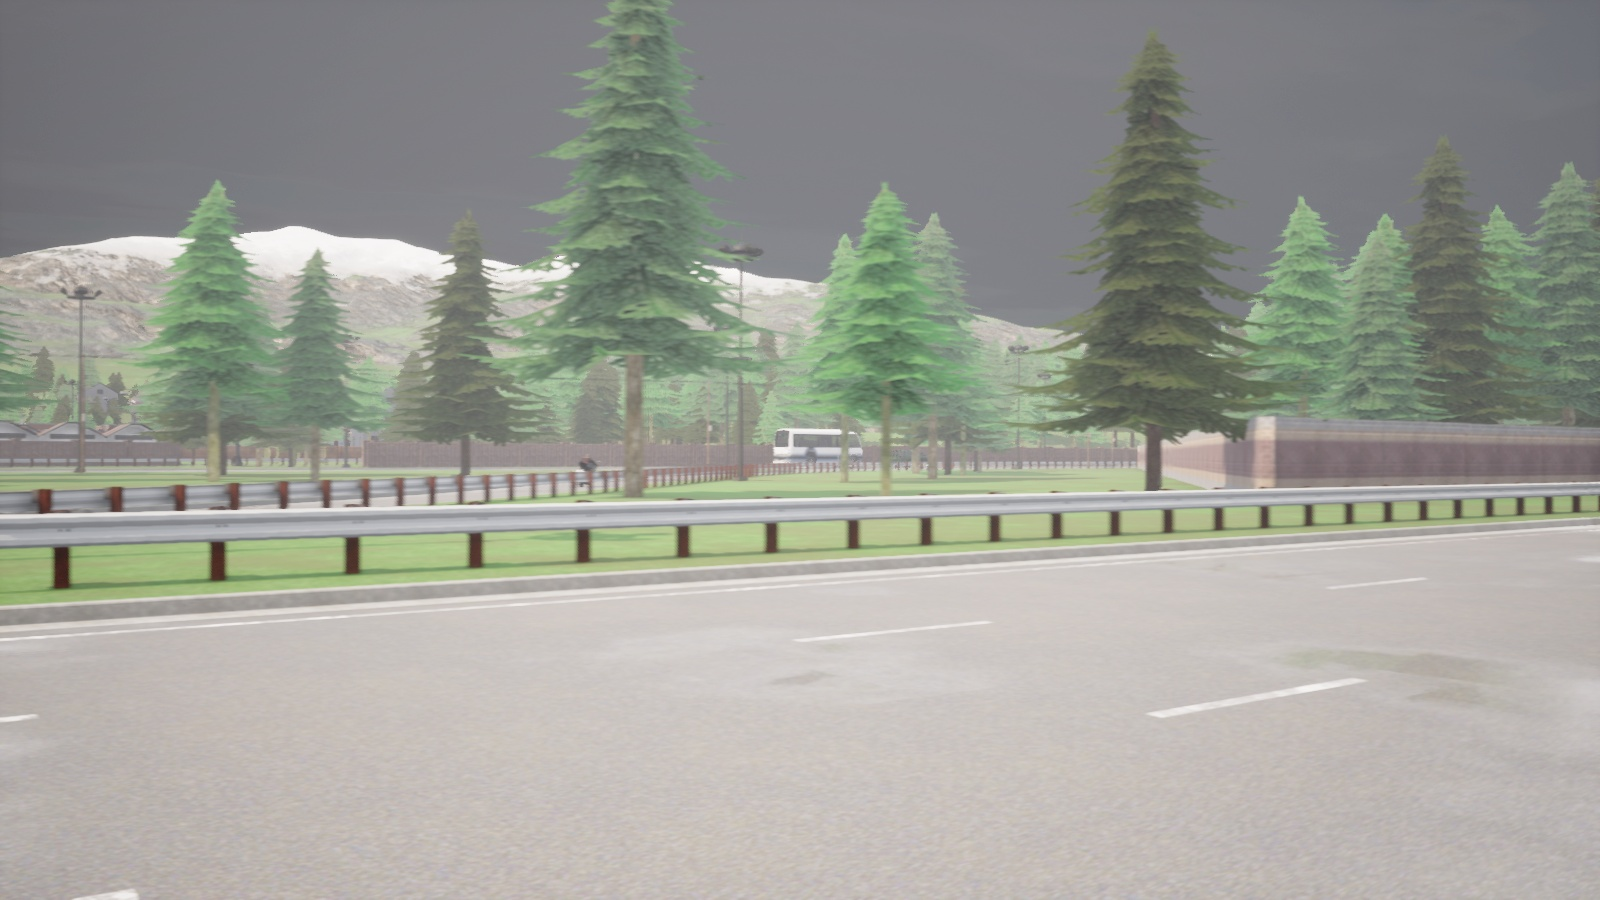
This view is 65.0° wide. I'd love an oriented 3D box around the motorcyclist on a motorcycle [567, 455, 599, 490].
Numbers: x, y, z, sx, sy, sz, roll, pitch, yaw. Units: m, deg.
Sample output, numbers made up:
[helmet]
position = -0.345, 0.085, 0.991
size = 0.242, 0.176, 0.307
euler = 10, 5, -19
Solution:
[motorcyclist on a motorcycle]
position = -9.696, 0.982, 56.110
size = 0.866, 1.530, 2.191
euler = 0, 0, 6
